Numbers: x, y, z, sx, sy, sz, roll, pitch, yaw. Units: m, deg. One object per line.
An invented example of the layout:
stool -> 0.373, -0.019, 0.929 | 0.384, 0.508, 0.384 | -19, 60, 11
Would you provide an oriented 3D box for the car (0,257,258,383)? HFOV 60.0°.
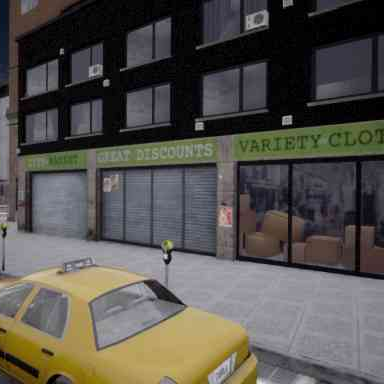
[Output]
car -> -1.615, 1.524, 4.240 | 4.829, 1.417, 1.752 | 0, 1, 35
